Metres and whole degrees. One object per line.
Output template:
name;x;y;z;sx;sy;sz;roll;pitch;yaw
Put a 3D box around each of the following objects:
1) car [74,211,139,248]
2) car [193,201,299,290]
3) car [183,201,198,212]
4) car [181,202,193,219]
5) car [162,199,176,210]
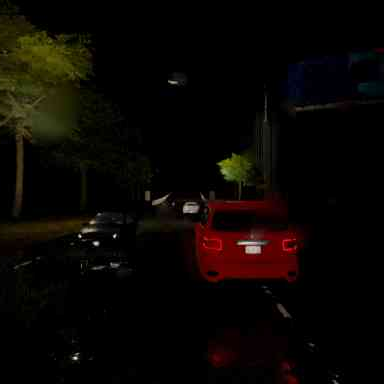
car;-3.651;1.602;15.342;2.033;1.411;5.357;0;0;0
car;1.195;1.243;9.235;2.150;2.045;5.566;0;0;0
car;-0.134;2.013;45.871;1.994;1.385;4.181;0;-1;1
car;-0.048;1.835;36.210;1.812;1.442;4.674;0;-1;0
car;-3.677;1.919;54.001;2.097;1.767;4.553;0;-1;0
